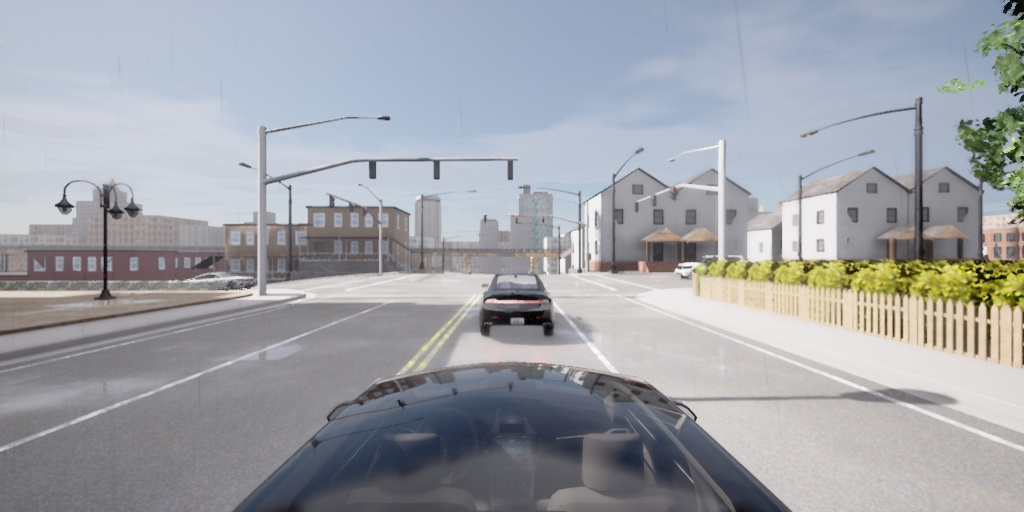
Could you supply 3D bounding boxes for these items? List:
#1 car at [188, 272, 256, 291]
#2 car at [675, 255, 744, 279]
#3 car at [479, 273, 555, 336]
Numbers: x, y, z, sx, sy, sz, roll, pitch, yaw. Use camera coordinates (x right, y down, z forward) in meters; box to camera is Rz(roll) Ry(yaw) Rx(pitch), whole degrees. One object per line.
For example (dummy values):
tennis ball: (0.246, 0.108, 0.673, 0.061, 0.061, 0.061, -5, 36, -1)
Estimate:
car: (-21.427, 1.903, 26.267, 4.674, 1.442, 1.812, -6, 0, 0)
car: (16.911, 0.967, 30.460, 5.566, 2.045, 2.150, 0, 0, -1)
car: (0.119, 1.240, 10.421, 2.128, 1.511, 4.902, 0, 0, 0)
